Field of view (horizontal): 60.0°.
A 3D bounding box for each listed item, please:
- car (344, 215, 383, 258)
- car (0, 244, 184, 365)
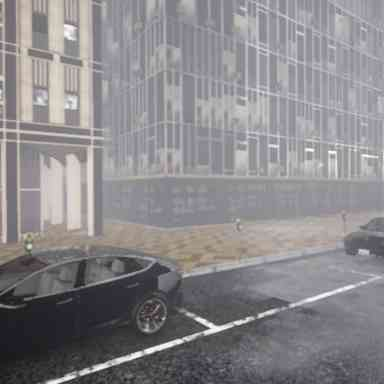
[{"bbox_3d":[7.141,1.498,11.667,4.313,1.339,1.947,0,0,-36],"label":"car"},{"bbox_3d":[-2.123,1.560,5.050,4.313,1.339,1.947,0,0,-36],"label":"car"}]
